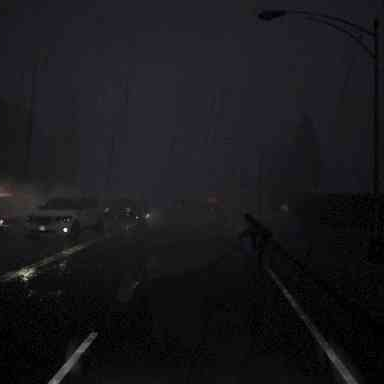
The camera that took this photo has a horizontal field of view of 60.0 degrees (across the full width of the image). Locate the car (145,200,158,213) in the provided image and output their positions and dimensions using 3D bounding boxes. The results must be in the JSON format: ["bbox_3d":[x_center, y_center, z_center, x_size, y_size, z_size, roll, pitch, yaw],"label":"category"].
[{"bbox_3d":[-4.953,1.538,36.501,1.994,1.385,4.181,0,0,4],"label":"car"}]

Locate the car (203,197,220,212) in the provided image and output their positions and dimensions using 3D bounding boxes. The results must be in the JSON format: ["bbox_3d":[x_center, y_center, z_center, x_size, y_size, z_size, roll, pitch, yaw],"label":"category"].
[{"bbox_3d":[2.311,1.574,38.936,1.895,1.301,4.718,0,0,4],"label":"car"}]

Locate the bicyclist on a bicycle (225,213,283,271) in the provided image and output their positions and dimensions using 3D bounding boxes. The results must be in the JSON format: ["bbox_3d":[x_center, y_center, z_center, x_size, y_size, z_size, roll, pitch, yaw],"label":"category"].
[{"bbox_3d":[1.756,1.419,9.441,1.656,1.620,0.582,0,0,3],"label":"bicyclist on a bicycle"}]

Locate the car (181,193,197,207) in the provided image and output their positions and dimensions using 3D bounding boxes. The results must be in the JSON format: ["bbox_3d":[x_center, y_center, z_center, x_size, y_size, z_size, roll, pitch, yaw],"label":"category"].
[{"bbox_3d":[-0.561,1.187,49.902,2.150,2.045,5.566,0,0,4],"label":"car"}]

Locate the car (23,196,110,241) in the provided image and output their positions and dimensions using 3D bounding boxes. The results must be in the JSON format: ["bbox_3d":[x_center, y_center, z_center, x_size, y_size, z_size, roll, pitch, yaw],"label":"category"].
[{"bbox_3d":[-6.203,1.212,16.888,2.150,2.045,5.566,0,0,3],"label":"car"}]

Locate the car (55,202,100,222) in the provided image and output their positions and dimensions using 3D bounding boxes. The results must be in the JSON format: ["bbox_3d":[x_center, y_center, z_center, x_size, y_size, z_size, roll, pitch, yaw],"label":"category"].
[{"bbox_3d":[-9.033,1.545,26.637,1.994,1.385,4.181,0,0,4],"label":"car"}]

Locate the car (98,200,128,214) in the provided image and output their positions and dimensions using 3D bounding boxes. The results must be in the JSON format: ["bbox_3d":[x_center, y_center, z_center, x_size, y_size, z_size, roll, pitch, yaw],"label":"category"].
[{"bbox_3d":[-8.487,1.575,36.157,1.895,1.301,4.718,0,0,4],"label":"car"}]

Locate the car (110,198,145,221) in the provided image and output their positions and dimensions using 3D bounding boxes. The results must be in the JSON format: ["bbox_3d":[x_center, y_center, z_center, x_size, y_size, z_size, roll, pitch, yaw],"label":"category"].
[{"bbox_3d":[-5.498,1.332,26.972,2.097,1.767,4.553,0,0,3],"label":"car"}]

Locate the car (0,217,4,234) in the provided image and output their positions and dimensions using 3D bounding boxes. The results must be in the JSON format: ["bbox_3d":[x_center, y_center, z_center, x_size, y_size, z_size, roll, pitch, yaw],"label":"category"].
[{"bbox_3d":[-9.895,1.493,13.761,1.837,1.490,4.892,0,0,3],"label":"car"}]

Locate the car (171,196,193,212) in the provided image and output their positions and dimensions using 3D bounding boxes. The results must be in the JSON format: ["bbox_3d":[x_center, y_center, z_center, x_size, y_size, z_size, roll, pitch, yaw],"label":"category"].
[{"bbox_3d":[-1.266,1.538,37.866,1.994,1.385,4.181,0,0,4],"label":"car"}]

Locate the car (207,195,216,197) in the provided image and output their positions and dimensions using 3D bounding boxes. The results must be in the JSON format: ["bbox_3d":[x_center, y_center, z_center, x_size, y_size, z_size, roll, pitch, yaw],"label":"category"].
[{"bbox_3d":[3.012,1.317,50.843,2.097,1.767,4.553,0,0,4],"label":"car"}]
